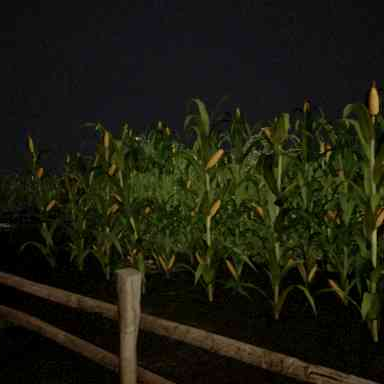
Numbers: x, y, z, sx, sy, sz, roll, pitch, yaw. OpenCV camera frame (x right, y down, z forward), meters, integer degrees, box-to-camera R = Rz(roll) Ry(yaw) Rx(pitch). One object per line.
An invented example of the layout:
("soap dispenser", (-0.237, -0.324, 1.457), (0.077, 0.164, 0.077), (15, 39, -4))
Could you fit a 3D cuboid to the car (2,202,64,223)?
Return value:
("car", (-11.720, 1.475, 24.802), (1.994, 1.385, 4.181), (0, 1, 35))
